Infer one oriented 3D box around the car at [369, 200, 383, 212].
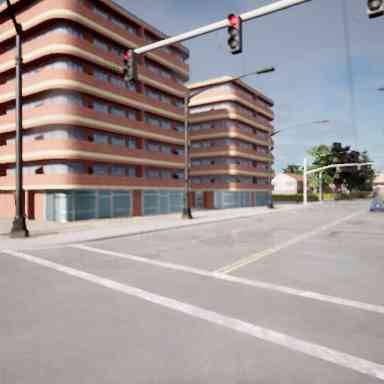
[{"bbox_3d":[22.286,1.635,39.601,2.033,1.411,5.357,0,0,33],"label":"car"}]
